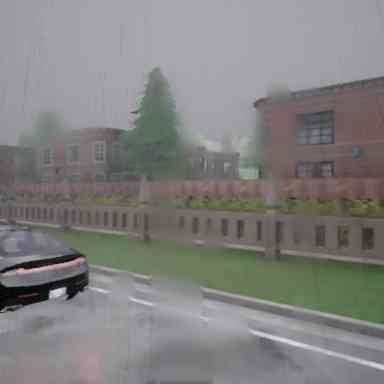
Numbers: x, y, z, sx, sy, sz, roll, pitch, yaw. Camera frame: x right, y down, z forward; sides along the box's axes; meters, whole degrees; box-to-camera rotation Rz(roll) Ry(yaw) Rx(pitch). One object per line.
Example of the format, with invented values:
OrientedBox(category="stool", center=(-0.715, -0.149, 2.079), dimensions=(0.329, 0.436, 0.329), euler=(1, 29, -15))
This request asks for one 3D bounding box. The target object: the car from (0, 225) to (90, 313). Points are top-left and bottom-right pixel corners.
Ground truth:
OrientedBox(category="car", center=(-4.205, 1.462, 6.991), dimensions=(4.902, 1.511, 2.128), euler=(0, 0, 36))
